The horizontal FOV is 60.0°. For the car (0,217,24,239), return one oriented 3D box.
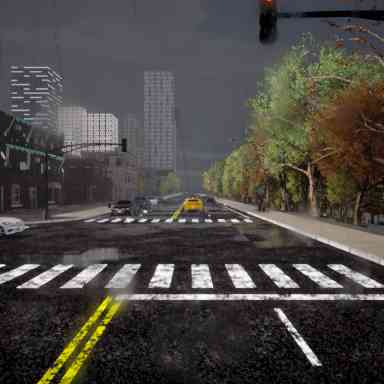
[{"bbox_3d":[-10.900,1.592,16.457,4.674,1.442,1.812,-2,1,-7],"label":"car"}]

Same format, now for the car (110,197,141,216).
[{"bbox_3d":[-6.561,1.516,32.564,1.812,1.442,4.674,0,0,0],"label":"car"}]

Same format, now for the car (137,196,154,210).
[{"bbox_3d":[-6.548,1.337,42.757,2.097,1.767,4.553,0,0,0],"label":"car"}]

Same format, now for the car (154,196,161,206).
[{"bbox_3d":[-6.532,1.506,53.050,1.812,1.442,4.674,0,0,0],"label":"car"}]

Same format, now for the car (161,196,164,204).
[{"bbox_3d":[-6.484,1.467,63.493,2.128,1.511,4.902,0,0,1],"label":"car"}]

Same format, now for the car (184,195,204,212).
[{"bbox_3d":[0.143,1.465,38.650,1.882,1.535,5.008,0,0,0],"label":"car"}]

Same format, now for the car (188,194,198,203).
[{"bbox_3d":[0.166,1.324,68.830,2.097,1.767,4.553,0,0,0],"label":"car"}]

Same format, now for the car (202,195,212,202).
[{"bbox_3d":[3.328,1.510,74.422,2.033,1.411,5.357,0,0,0],"label":"car"}]

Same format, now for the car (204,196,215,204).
[{"bbox_3d":[3.410,1.523,63.768,2.033,1.411,5.357,0,0,0],"label":"car"}]
